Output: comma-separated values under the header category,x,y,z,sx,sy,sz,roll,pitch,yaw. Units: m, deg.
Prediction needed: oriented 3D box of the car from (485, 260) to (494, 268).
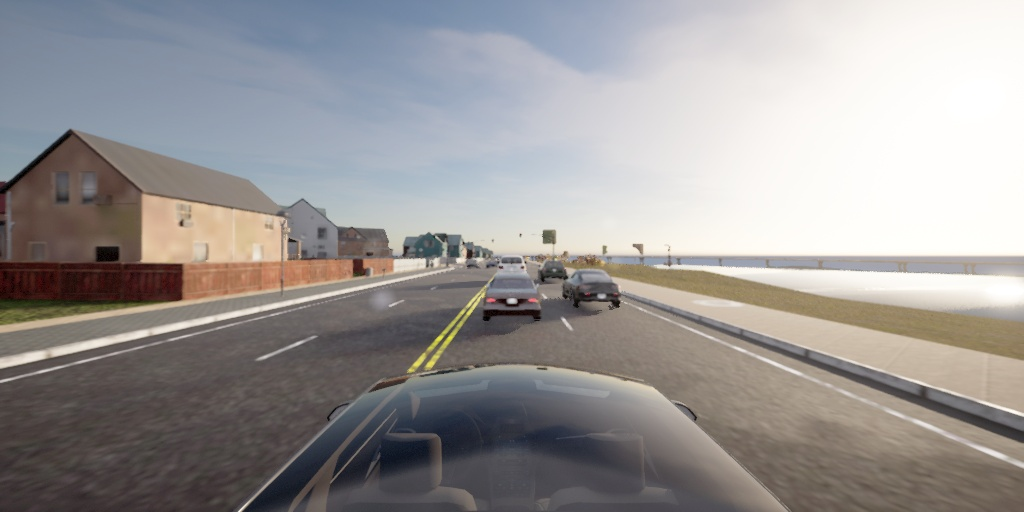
category,x,y,z,sx,sy,sz,roll,pitch,yaw
car,-3.330,1.376,60.478,1.994,1.385,4.181,0,0,1

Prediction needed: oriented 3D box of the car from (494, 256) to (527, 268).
category,x,y,z,sx,sy,sz,roll,pitch,yaw
car,0.010,0.990,28.494,2.150,2.045,5.566,0,0,1

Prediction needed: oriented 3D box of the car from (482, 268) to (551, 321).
category,x,y,z,sx,sy,sz,roll,pitch,yaw
car,0.013,1.302,12.488,2.033,1.411,5.357,0,0,0

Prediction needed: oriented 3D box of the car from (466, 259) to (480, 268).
category,x,y,z,sx,sy,sz,roll,pitch,yaw
car,-6.578,1.318,60.588,1.837,1.490,4.892,0,0,1

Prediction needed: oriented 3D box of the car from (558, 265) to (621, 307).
category,x,y,z,sx,sy,sz,roll,pitch,yaw
car,3.290,1.281,15.332,1.812,1.442,4.674,0,0,1

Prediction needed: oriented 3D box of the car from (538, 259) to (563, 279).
category,x,y,z,sx,sy,sz,roll,pitch,yaw
car,3.273,1.119,29.566,2.097,1.767,4.553,0,0,1
